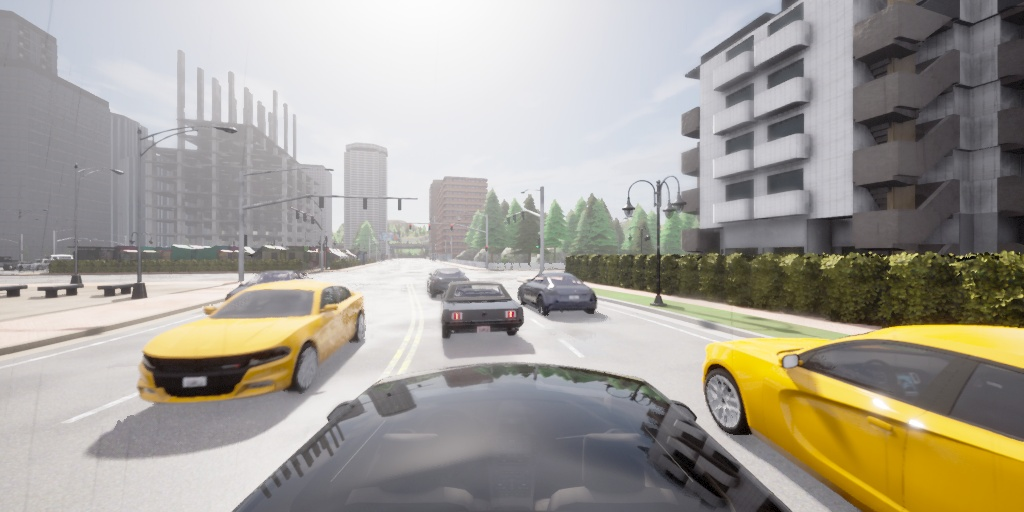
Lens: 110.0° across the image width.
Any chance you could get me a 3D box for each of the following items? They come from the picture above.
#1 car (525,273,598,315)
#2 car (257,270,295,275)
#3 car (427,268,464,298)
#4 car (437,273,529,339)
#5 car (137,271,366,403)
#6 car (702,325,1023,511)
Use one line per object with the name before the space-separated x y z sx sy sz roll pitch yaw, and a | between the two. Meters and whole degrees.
car | 1.578 1.314 13.653 1.994 1.385 4.181 0 0 -13
car | -9.545 1.298 14.716 2.033 1.411 5.357 0 0 -16
car | -3.327 1.314 18.642 1.994 1.385 4.181 0 0 -16
car | -1.080 1.351 10.175 1.895 1.301 4.718 0 0 -12
car | -4.177 1.227 6.736 1.882 1.535 5.008 0 0 -9
car | 3.347 1.228 2.463 1.882 1.535 5.008 0 0 -2
